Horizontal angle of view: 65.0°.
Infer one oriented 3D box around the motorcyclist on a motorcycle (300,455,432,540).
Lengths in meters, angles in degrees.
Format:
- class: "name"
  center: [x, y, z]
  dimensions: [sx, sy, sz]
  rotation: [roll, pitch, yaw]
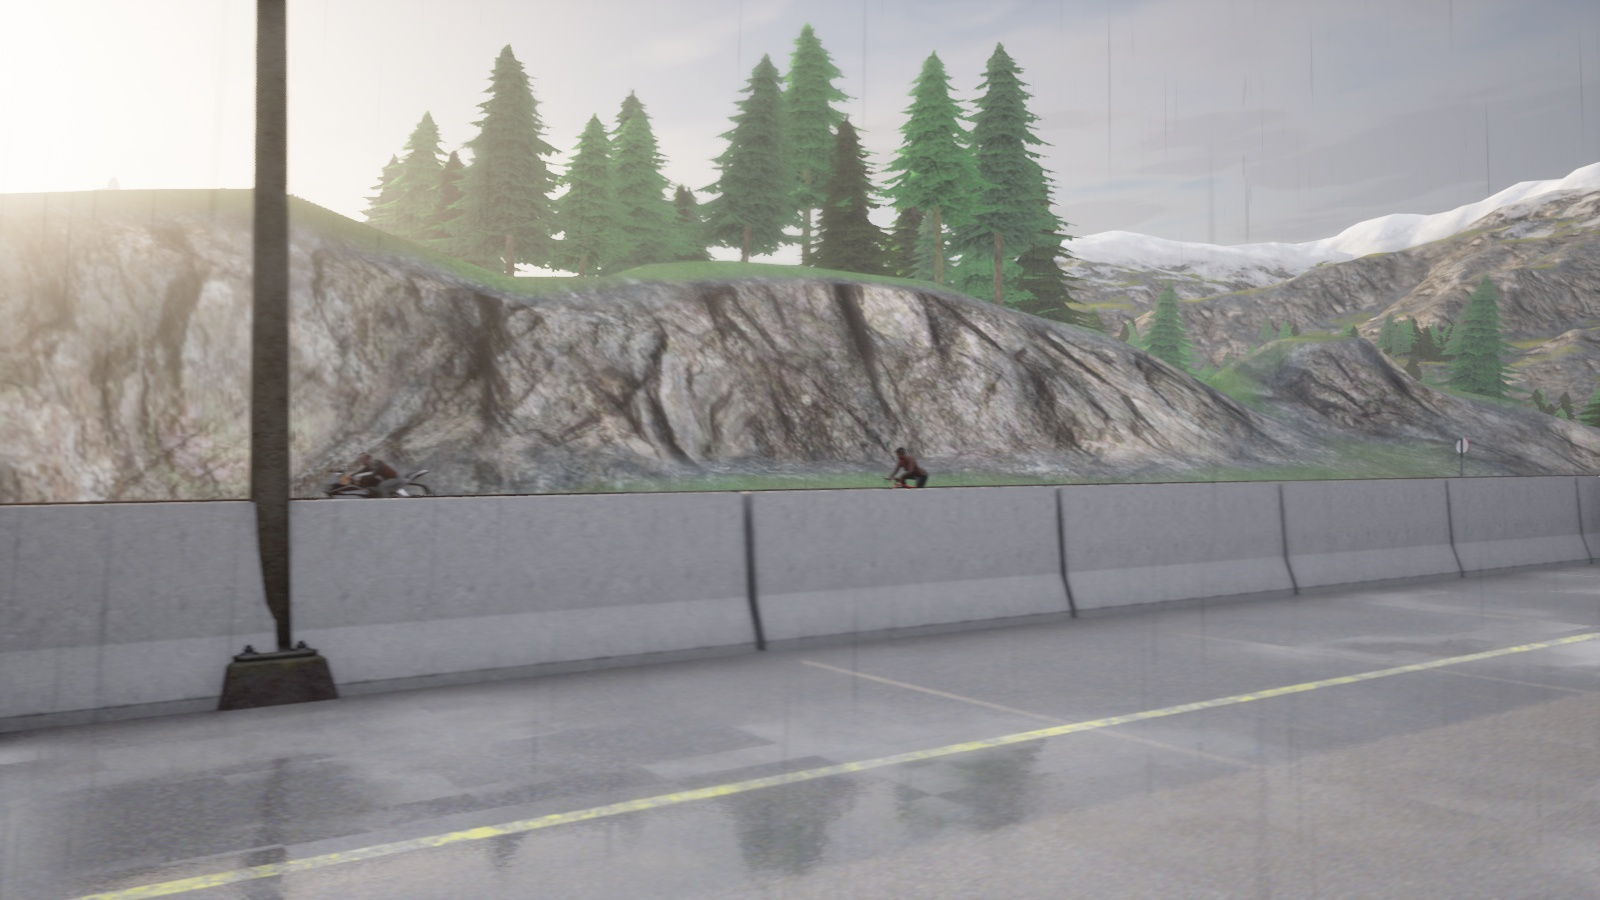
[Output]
- class: "motorcyclist on a motorcycle"
  center: [-8.139, 0.855, 23.579]
  dimensions: [2.191, 1.530, 0.866]
  rotation: [0, 0, -35]
